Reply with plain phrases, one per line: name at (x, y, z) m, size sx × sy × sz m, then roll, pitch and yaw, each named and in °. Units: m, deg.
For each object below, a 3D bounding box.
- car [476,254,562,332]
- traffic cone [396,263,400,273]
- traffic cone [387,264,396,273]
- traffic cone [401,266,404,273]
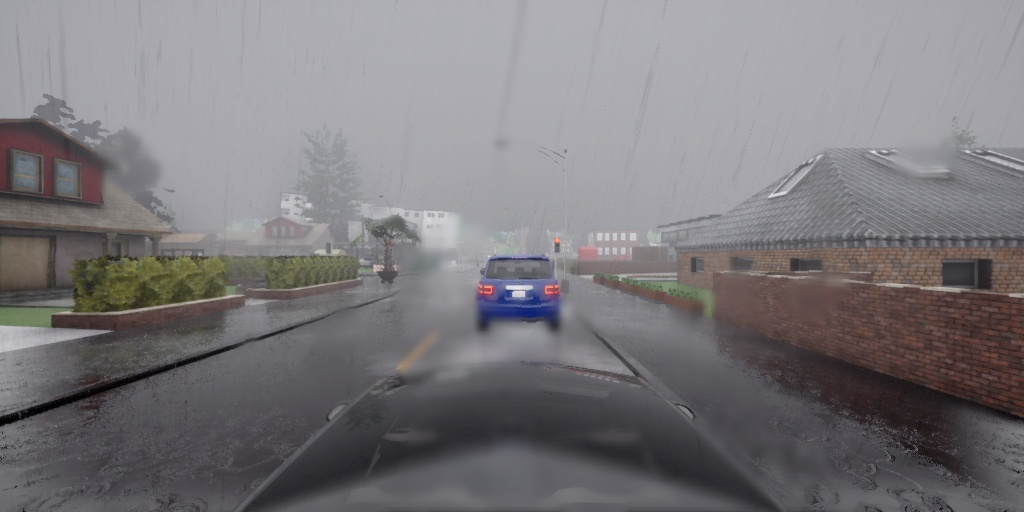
car at (0.181, 0.971, 10.961) m, size 2.150 × 2.045 × 5.566 m, roll 0°, pitch 0°, yaw 0°
traffic cone at (-15.073, 1.558, 46.401) m, size 0.344 × 0.586 × 0.344 m, roll 0°, pitch 0°, yaw 0°
traffic cone at (-15.438, 1.561, 45.834) m, size 0.344 × 0.586 × 0.344 m, roll 0°, pitch 0°, yaw 0°
traffic cone at (-14.066, 1.582, 47.434) m, size 0.344 × 0.586 × 0.344 m, roll 0°, pitch 0°, yaw 0°
